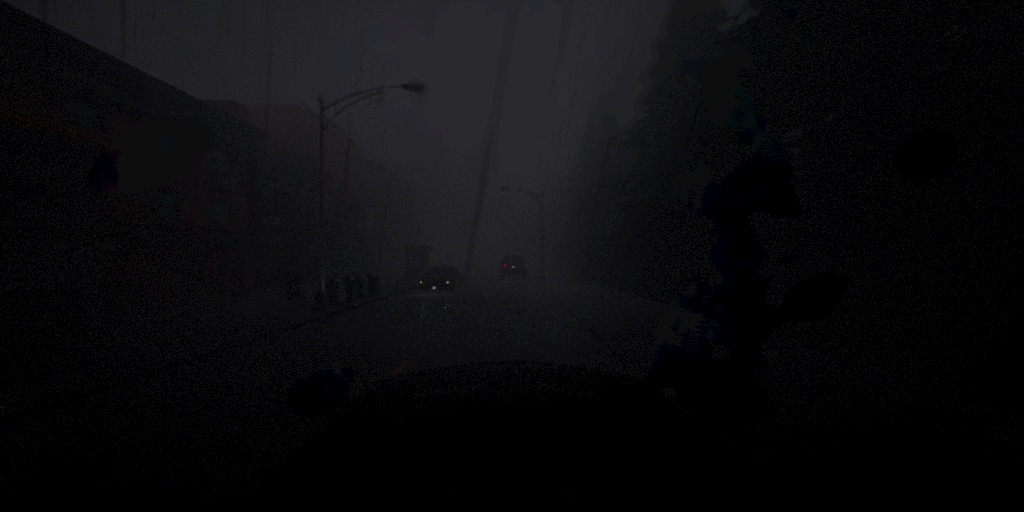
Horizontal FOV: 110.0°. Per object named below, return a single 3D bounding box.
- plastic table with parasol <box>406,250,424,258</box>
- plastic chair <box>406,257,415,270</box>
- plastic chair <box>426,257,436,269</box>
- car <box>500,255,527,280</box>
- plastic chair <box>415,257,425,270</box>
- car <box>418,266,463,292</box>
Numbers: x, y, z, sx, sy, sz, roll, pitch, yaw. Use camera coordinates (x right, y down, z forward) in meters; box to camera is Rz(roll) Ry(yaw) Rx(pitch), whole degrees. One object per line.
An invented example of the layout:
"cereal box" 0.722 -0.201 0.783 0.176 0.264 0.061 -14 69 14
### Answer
"plastic table with parasol" -17.135 0.676 61.711 2.482 2.480 2.482 0 0 0
"plastic chair" -17.285 1.280 60.431 0.750 1.272 0.730 0 0 0
"plastic chair" -14.235 1.280 63.070 0.750 1.272 0.730 0 0 0
"car" 0.106 0.970 31.817 2.150 2.045 5.566 0 0 0
"plastic chair" -15.875 1.280 61.590 0.730 1.272 0.750 0 0 0
"car" -4.098 1.298 21.523 2.033 1.411 5.357 0 0 0
